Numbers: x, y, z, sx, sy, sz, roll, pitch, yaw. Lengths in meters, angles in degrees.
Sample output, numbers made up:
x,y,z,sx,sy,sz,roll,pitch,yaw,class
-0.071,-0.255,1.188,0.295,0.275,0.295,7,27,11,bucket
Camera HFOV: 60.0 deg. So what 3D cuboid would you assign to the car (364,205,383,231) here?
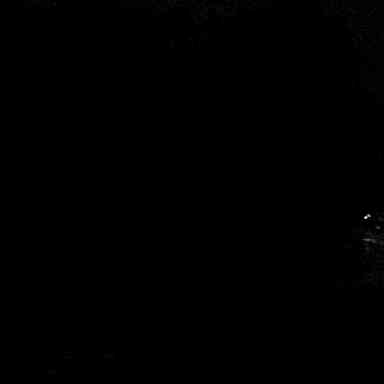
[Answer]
x,y,z,sx,sy,sz,roll,pitch,yaw,class
12.697,1.513,20.728,4.553,1.767,2.097,1,0,-35,car
